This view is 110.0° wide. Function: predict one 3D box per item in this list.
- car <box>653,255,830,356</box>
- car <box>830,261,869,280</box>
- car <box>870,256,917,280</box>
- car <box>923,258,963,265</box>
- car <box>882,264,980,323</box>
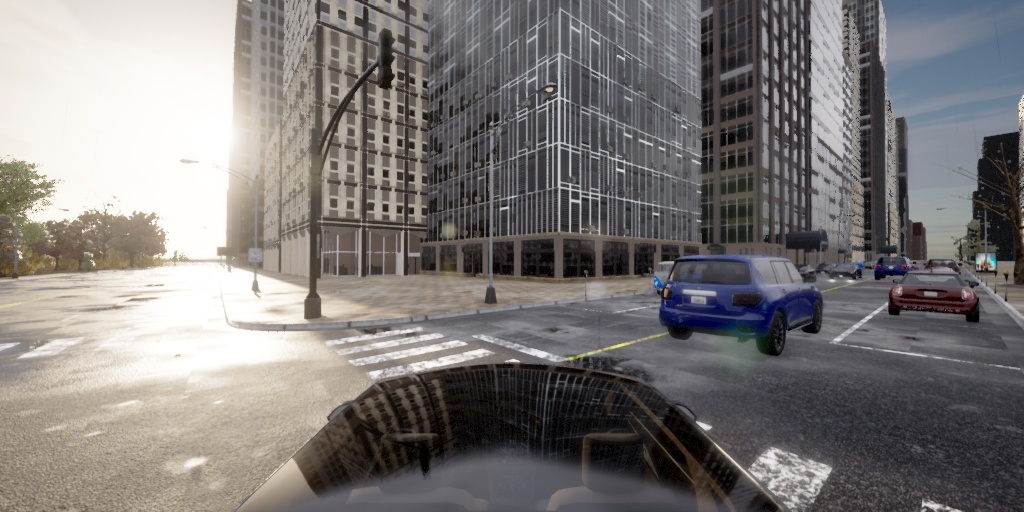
[{"bbox_3d":[5.867,0.995,8.963,5.566,2.045,2.150,0,0,-39],"label":"car"},{"bbox_3d":[31.252,1.412,33.490,5.357,1.411,2.033,0,0,-39],"label":"car"},{"bbox_3d":[33.514,1.065,31.369,5.566,2.045,2.150,0,0,-38],"label":"car"},{"bbox_3d":[36.516,1.143,30.431,5.009,1.841,2.192,0,0,-39],"label":"car"},{"bbox_3d":[14.534,1.211,12.382,4.097,1.591,1.967,0,0,-39],"label":"car"}]
